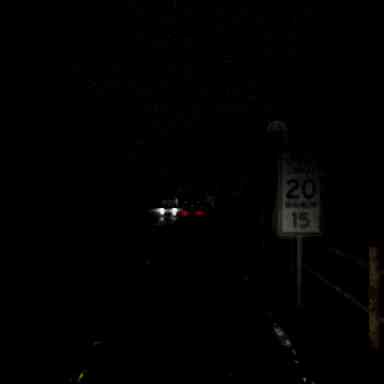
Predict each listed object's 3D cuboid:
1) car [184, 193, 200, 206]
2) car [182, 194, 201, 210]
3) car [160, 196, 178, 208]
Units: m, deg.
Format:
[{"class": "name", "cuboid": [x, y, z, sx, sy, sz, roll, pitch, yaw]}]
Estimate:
[{"class": "car", "cuboid": [0.007, 1.016, 47.686, 2.097, 1.767, 4.553, 0, 0, 0]}, {"class": "car", "cuboid": [0.008, 1.258, 37.323, 1.812, 1.442, 4.674, 0, 0, 0]}, {"class": "car", "cuboid": [-2.742, 1.231, 41.520, 1.812, 1.442, 4.674, 0, 0, 0]}]
